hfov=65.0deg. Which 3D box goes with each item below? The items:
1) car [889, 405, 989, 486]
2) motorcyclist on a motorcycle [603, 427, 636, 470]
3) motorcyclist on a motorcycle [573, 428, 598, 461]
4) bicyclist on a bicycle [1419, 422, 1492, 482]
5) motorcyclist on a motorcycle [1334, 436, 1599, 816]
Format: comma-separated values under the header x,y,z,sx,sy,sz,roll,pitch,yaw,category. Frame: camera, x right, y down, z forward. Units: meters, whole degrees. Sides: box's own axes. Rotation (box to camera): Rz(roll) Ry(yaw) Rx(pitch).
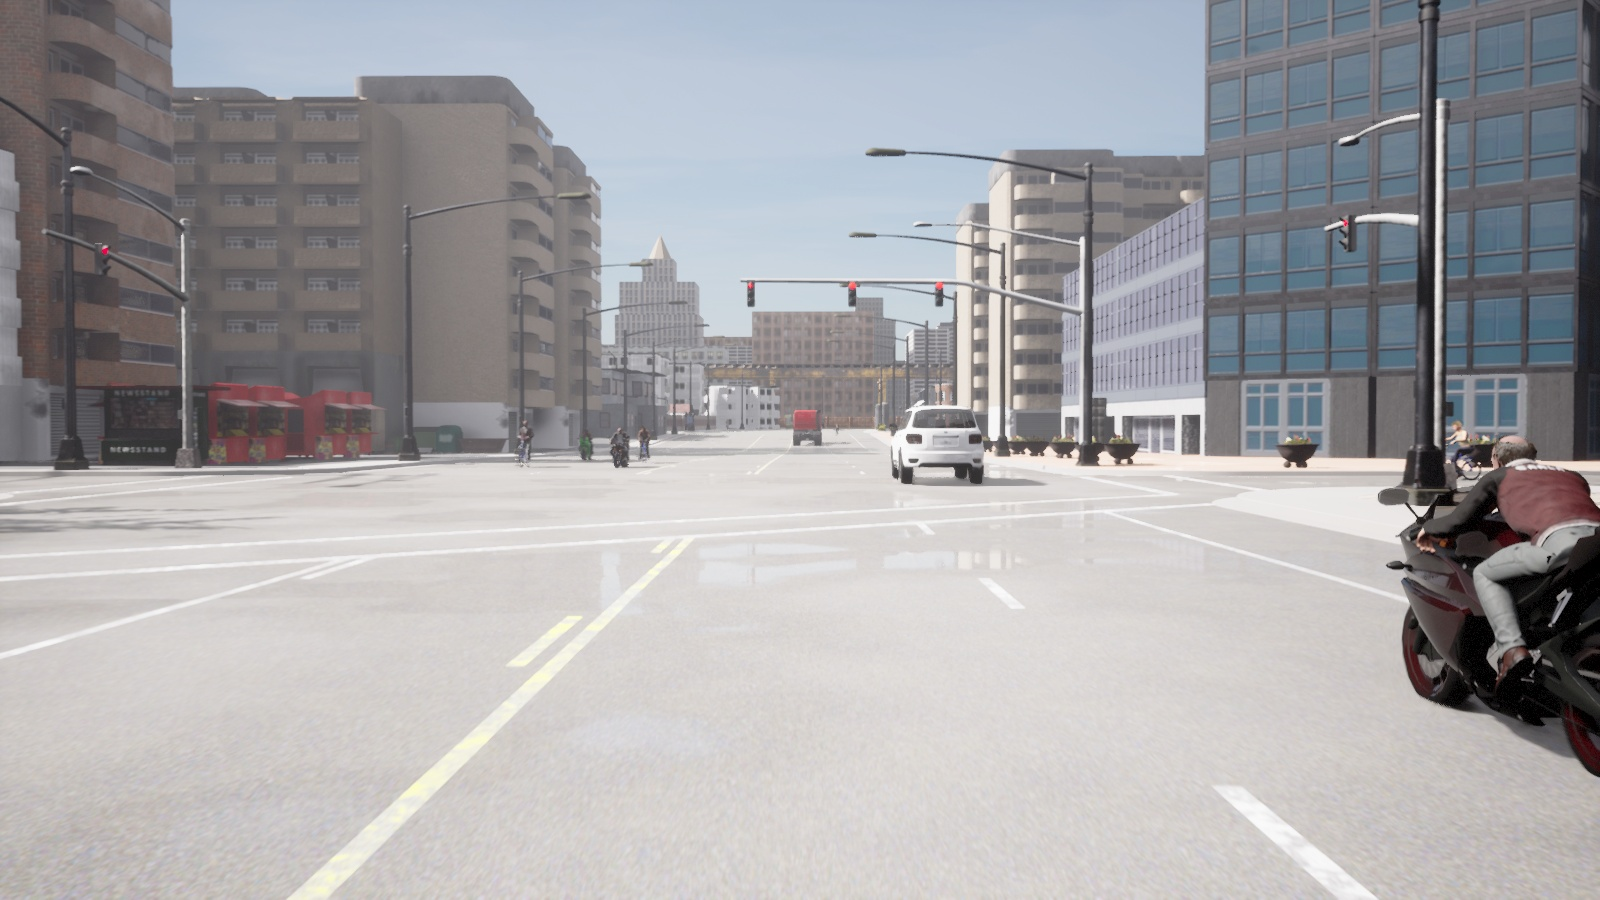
x,y,z,sx,sy,sz,roll,pitch,yaw,category
3.712,-0.174,34.516,2.150,2.045,5.566,0,1,0,car
-6.718,-0.070,46.833,0.866,1.530,2.191,0,1,0,motorcyclist on a motorcycle
-10.145,-0.267,59.534,0.797,1.523,2.044,0,1,0,motorcyclist on a motorcycle
17.700,0.041,33.929,1.509,1.612,0.866,0,1,1,bicyclist on a bicycle
3.551,0.710,6.212,0.866,1.530,2.191,1,1,0,motorcyclist on a motorcycle
